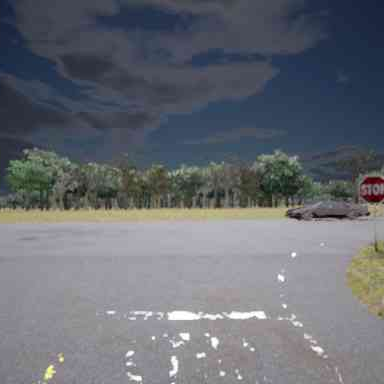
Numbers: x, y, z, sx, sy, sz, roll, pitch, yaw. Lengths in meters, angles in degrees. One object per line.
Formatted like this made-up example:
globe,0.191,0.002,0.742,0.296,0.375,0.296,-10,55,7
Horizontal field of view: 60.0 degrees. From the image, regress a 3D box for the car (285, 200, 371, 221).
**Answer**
car,9.233,1.260,22.813,5.357,1.411,2.033,-1,-3,-1
